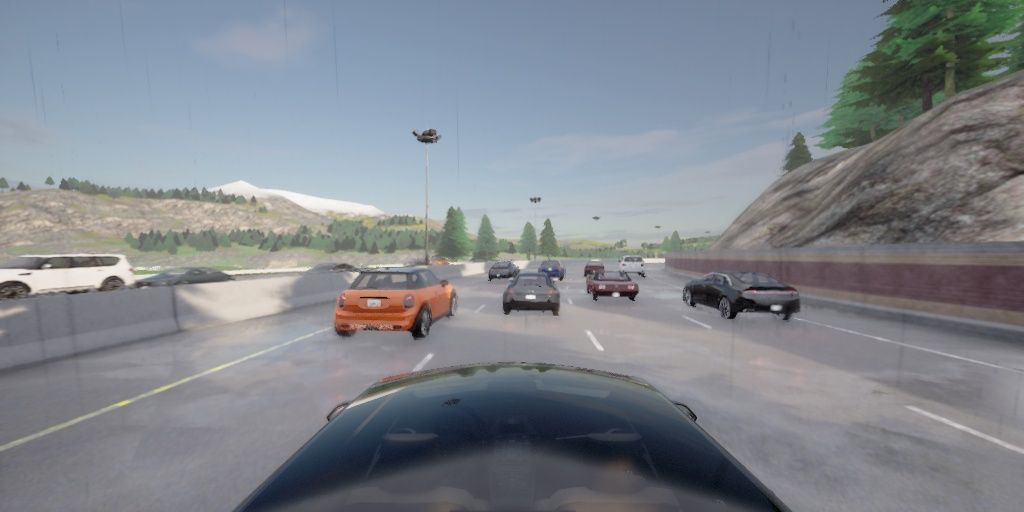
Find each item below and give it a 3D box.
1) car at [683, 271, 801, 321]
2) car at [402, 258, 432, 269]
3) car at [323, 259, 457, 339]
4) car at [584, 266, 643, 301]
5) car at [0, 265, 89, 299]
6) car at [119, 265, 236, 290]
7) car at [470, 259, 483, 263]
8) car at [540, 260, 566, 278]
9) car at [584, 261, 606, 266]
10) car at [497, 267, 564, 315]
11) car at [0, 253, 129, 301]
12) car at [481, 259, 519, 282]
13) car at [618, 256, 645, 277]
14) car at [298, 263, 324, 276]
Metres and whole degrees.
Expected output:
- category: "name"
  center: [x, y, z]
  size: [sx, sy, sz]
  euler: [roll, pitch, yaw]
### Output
- category: "car"
  center: [7.697, 1.255, 12.580]
  size: [2.128, 1.511, 4.902]
  euler: [0, 0, 5]
- category: "car"
  center: [-14.838, 1.149, 56.058]
  size: [2.128, 1.511, 4.902]
  euler: [0, 0, 20]
- category: "car"
  center: [-2.992, 1.085, 10.241]
  size: [2.097, 1.767, 4.553]
  euler: [0, 0, 4]
- category: "car"
  center: [4.669, 1.351, 17.377]
  size: [1.895, 1.301, 4.718]
  euler: [0, 0, 7]
- category: "car"
  center: [-23.774, 1.212, 16.495]
  size: [2.033, 1.411, 5.357]
  euler: [0, 0, 5]
- category: "car"
  center: [-16.510, 1.249, 18.273]
  size: [1.994, 1.385, 4.181]
  euler: [0, 0, 7]
- category: "car"
  center: [-5.626, 1.245, 60.477]
  size: [1.994, 1.385, 4.181]
  euler: [0, 0, 23]
- category: "car"
  center: [3.483, 1.087, 30.771]
  size: [2.097, 1.767, 4.553]
  euler: [0, 0, 12]
- category: "car"
  center: [8.104, 1.223, 35.076]
  size: [1.882, 1.535, 5.008]
  euler: [0, 0, 14]
- category: "car"
  center: [0.789, 1.306, 13.673]
  size: [1.994, 1.385, 4.181]
  euler: [0, 0, 5]
- category: "car"
  center: [-20.306, 0.896, 15.798]
  size: [2.150, 2.045, 5.566]
  euler: [0, 0, 6]
- category: "car"
  center: [-0.546, 1.216, 28.631]
  size: [2.128, 1.511, 4.902]
  euler: [0, 0, 11]
- category: "car"
  center: [11.741, 0.978, 35.235]
  size: [2.150, 2.045, 5.566]
  euler: [0, 0, 15]
- category: "car"
  center: [-12.205, 1.198, 24.116]
  size: [1.837, 1.490, 4.892]
  euler: [0, 0, 9]
